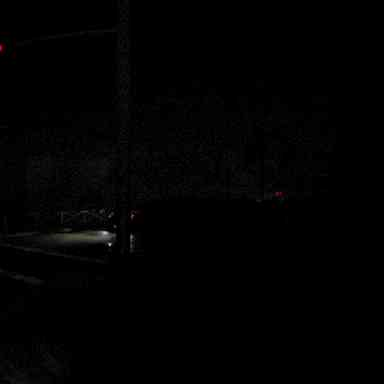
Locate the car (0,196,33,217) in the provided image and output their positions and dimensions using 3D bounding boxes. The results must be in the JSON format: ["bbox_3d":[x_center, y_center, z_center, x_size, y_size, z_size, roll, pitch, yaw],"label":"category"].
[{"bbox_3d":[-15.785,1.339,26.883,2.007,1.523,4.514,0,0,35],"label":"car"}]

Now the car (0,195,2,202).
[{"bbox_3d":[-41.384,1.298,67.525,2.007,1.523,4.514,0,0,35],"label":"car"}]

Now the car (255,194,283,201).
[{"bbox_3d":[8.450,1.221,37.024,2.150,2.045,5.566,0,0,35],"label":"car"}]

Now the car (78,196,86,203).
[{"bbox_3d":[-18.453,1.077,60.329,1.905,1.878,3.866,0,0,35],"label":"car"}]

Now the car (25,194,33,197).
[{"bbox_3d":[-34.322,1.232,71.163,1.970,1.475,3.806,0,0,35],"label":"car"}]

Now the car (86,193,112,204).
[{"bbox_3d":[-15.843,1.097,58.987,1.932,1.855,4.605,0,0,35],"label":"car"}]

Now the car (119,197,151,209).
[{"bbox_3d":[-7.473,1.384,43.804,1.970,1.475,3.806,0,0,35],"label":"car"}]

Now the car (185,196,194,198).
[{"bbox_3d":[-0.753,1.374,48.140,1.845,1.501,3.633,0,0,35],"label":"car"}]

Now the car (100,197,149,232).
[{"bbox_3d":[-3.022,1.352,20.539,2.097,1.767,4.553,0,0,35],"label":"car"}]

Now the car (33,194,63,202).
[{"bbox_3d":[-28.897,1.153,67.720,2.152,1.636,5.027,0,0,35],"label":"car"}]
